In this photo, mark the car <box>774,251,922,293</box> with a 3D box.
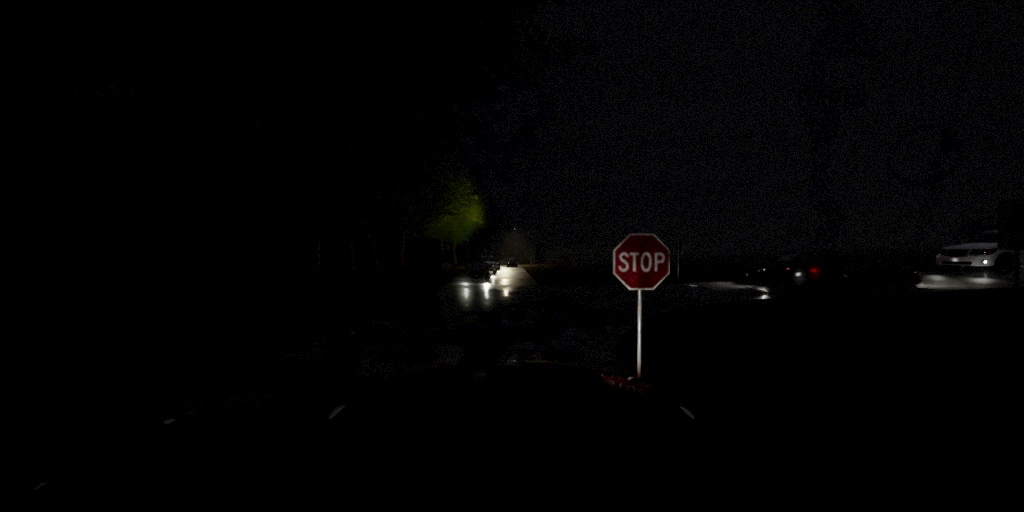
[{"bbox_3d":[13.342,0.599,14.207,4.181,1.385,1.994,-3,1,0],"label":"car"}]

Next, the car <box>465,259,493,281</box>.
[{"bbox_3d":[-2.790,1.225,29.860,1.882,1.535,5.008,0,0,-1],"label":"car"}]

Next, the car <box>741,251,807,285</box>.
[{"bbox_3d":[13.613,0.511,17.198,4.674,1.442,1.812,-3,1,1],"label":"car"}]

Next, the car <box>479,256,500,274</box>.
[{"bbox_3d":[-2.812,0.977,40.489,2.150,2.045,5.566,0,0,-1],"label":"car"}]

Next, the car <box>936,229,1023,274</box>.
[{"bbox_3d":[23.875,-0.300,17.095,5.566,2.045,2.150,-3,1,0],"label":"car"}]

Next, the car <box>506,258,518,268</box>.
[{"bbox_3d":[0.018,1.321,61.239,2.033,1.411,5.357,0,0,0],"label":"car"}]
